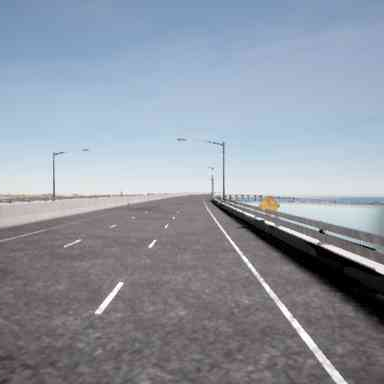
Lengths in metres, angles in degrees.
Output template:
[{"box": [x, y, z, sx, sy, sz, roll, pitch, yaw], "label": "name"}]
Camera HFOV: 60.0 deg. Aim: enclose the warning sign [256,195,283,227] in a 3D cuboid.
[{"box": [4.608, 1.117, 19.846, 1.300, 1.860, 1.060, -1, -1, 0], "label": "warning sign"}]
